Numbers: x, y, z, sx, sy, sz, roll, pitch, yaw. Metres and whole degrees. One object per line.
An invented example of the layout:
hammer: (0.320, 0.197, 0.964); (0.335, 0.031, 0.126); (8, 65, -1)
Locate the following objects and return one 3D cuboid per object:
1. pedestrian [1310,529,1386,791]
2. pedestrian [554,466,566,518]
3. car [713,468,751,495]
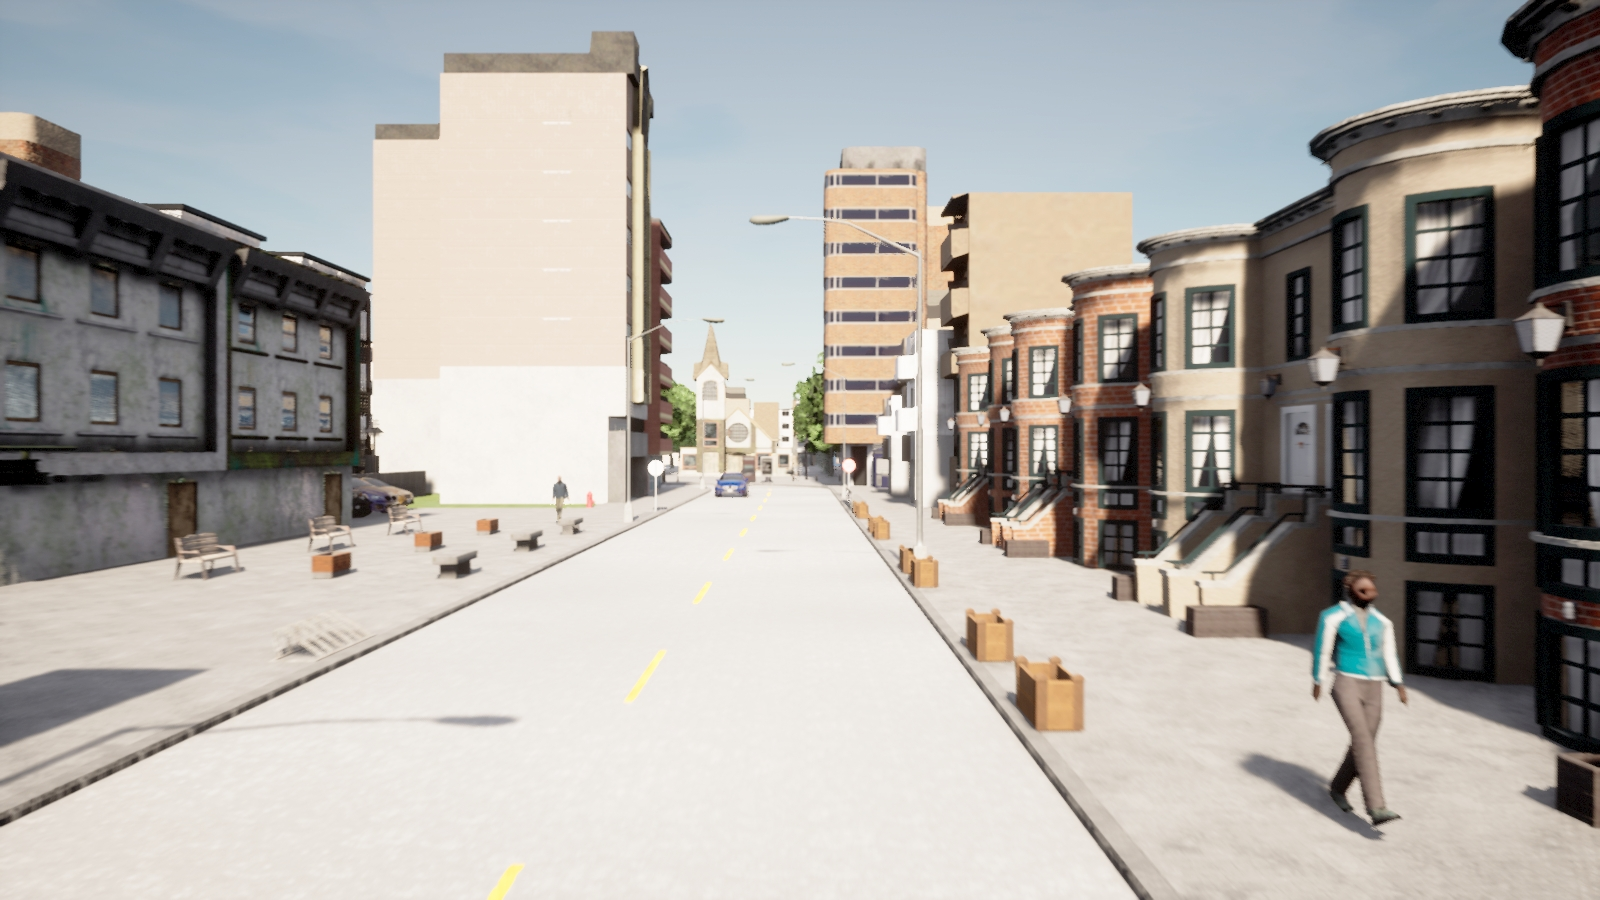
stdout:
pedestrian: (4.030, 1.525, 8.415); (0.375, 1.860, 0.375); (0, 0, -1)
pedestrian: (-8.730, 1.526, 41.503); (0.375, 1.860, 0.375); (0, 0, -3)
car: (-4.037, 1.861, 68.178); (2.002, 1.442, 4.674); (0, 0, 0)
